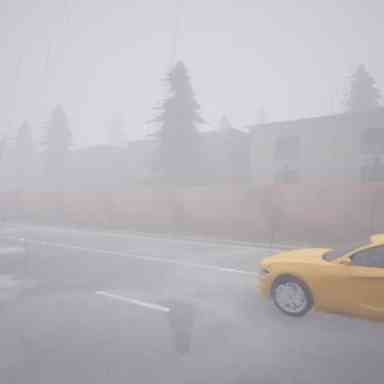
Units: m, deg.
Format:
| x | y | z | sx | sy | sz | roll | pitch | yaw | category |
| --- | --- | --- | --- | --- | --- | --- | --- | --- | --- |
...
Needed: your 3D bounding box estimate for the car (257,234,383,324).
| x | y | z | sx | sy | sz | roll | pitch | yaw | category |
| --- | --- | --- | --- | --- | --- | --- | --- | --- | --- |
| 3.595 | 1.447 | 5.721 | 5.008 | 1.535 | 1.882 | 0 | 0 | 35 | car |
